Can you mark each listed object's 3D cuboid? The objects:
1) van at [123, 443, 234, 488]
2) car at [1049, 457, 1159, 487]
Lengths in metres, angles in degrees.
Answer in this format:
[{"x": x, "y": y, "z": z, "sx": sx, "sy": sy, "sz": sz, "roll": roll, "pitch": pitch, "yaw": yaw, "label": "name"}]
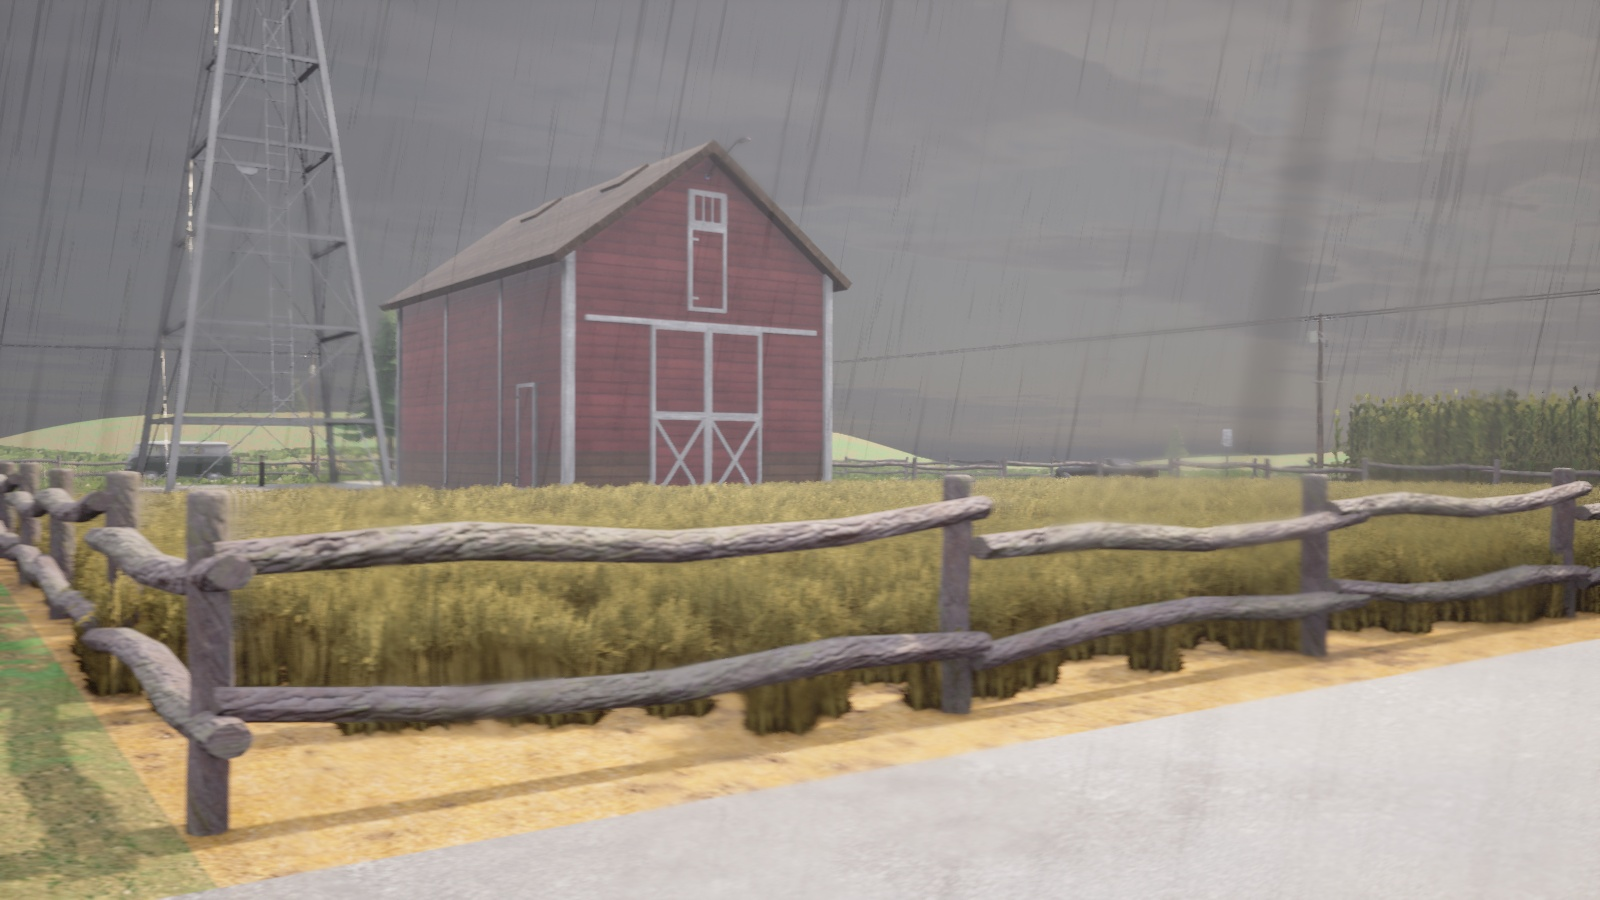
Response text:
[{"x": -28.207, "y": 0.697, "z": 57.035, "sx": 4.442, "sy": 1.987, "sz": 1.775, "roll": 0, "pitch": 0, "yaw": -29, "label": "van"}, {"x": 13.610, "y": 0.955, "z": 56.419, "sx": 1.895, "sy": 1.301, "sz": 4.718, "roll": 0, "pitch": 0, "yaw": -35, "label": "car"}]
